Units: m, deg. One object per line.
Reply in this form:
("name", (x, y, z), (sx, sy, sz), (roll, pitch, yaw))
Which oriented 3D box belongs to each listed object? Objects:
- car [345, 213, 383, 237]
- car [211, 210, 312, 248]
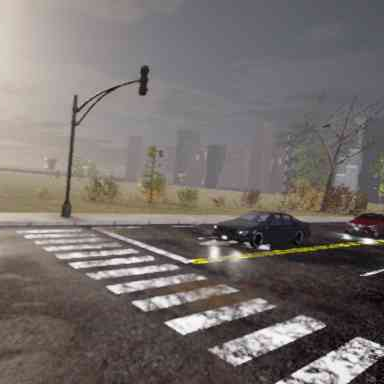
("car", (12.250, 2.177, 22.646), (4.674, 1.442, 1.812), (4, 2, -41))
("car", (3.334, 1.563, 14.964), (5.357, 1.411, 2.033), (4, 2, -41))
